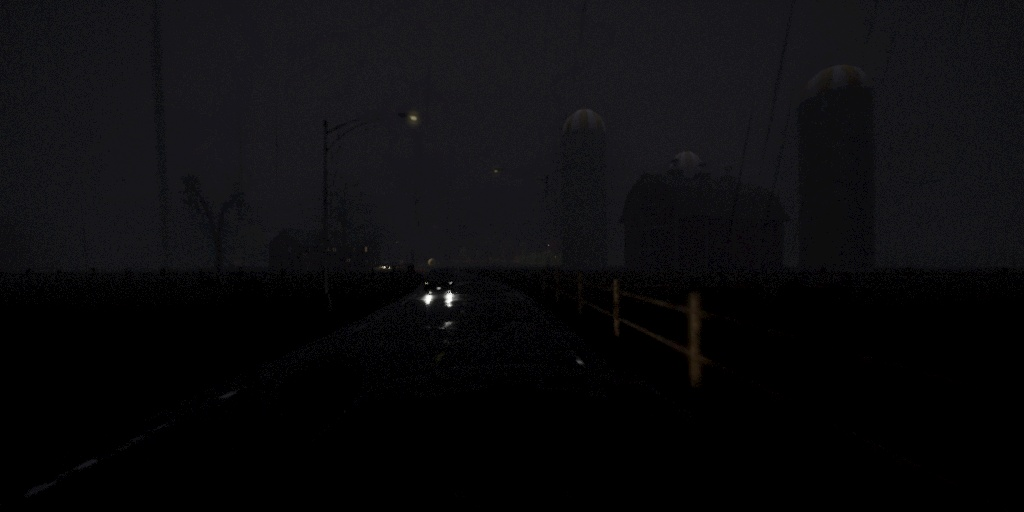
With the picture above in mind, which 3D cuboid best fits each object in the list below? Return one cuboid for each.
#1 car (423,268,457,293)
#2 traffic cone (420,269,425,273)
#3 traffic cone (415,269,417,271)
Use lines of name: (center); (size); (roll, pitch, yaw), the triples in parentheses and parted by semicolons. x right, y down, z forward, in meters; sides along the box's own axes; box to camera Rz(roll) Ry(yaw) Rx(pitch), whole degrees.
car: (-4.490, 1.450, 22.789); (2.033, 1.411, 5.357); (0, 0, -8)
traffic cone: (-12.238, 2.089, 50.040); (0.340, 0.580, 0.340); (0, 0, -20)
traffic cone: (-15.832, 2.179, 59.190); (0.340, 0.580, 0.340); (0, 0, -23)
